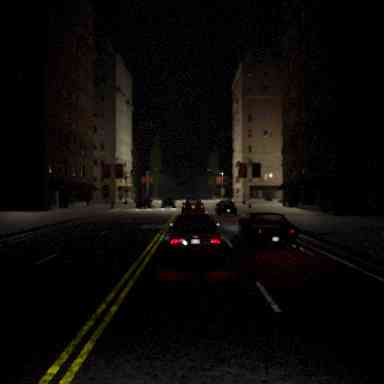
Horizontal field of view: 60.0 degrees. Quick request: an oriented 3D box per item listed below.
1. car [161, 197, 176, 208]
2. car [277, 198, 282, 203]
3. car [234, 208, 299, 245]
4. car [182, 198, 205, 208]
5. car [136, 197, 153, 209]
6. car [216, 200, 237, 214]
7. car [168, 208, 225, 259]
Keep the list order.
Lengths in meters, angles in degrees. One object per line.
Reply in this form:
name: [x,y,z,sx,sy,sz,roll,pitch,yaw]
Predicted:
car: [-3.280,1.505,46.897,1.837,1.490,4.892,0,0,1]
car: [18.926,1.415,65.786,4.097,1.590,1.967,0,0,0]
car: [3.361,1.600,15.615,1.895,1.301,4.718,0,0,0]
car: [0.105,1.351,31.280,2.097,1.767,4.553,0,0,0]
car: [-6.538,1.476,45.949,1.882,1.535,5.008,0,0,0]
car: [3.357,1.525,32.970,1.812,1.442,4.674,0,0,0]
car: [0.104,1.547,12.558,2.033,1.411,5.357,0,0,0]
